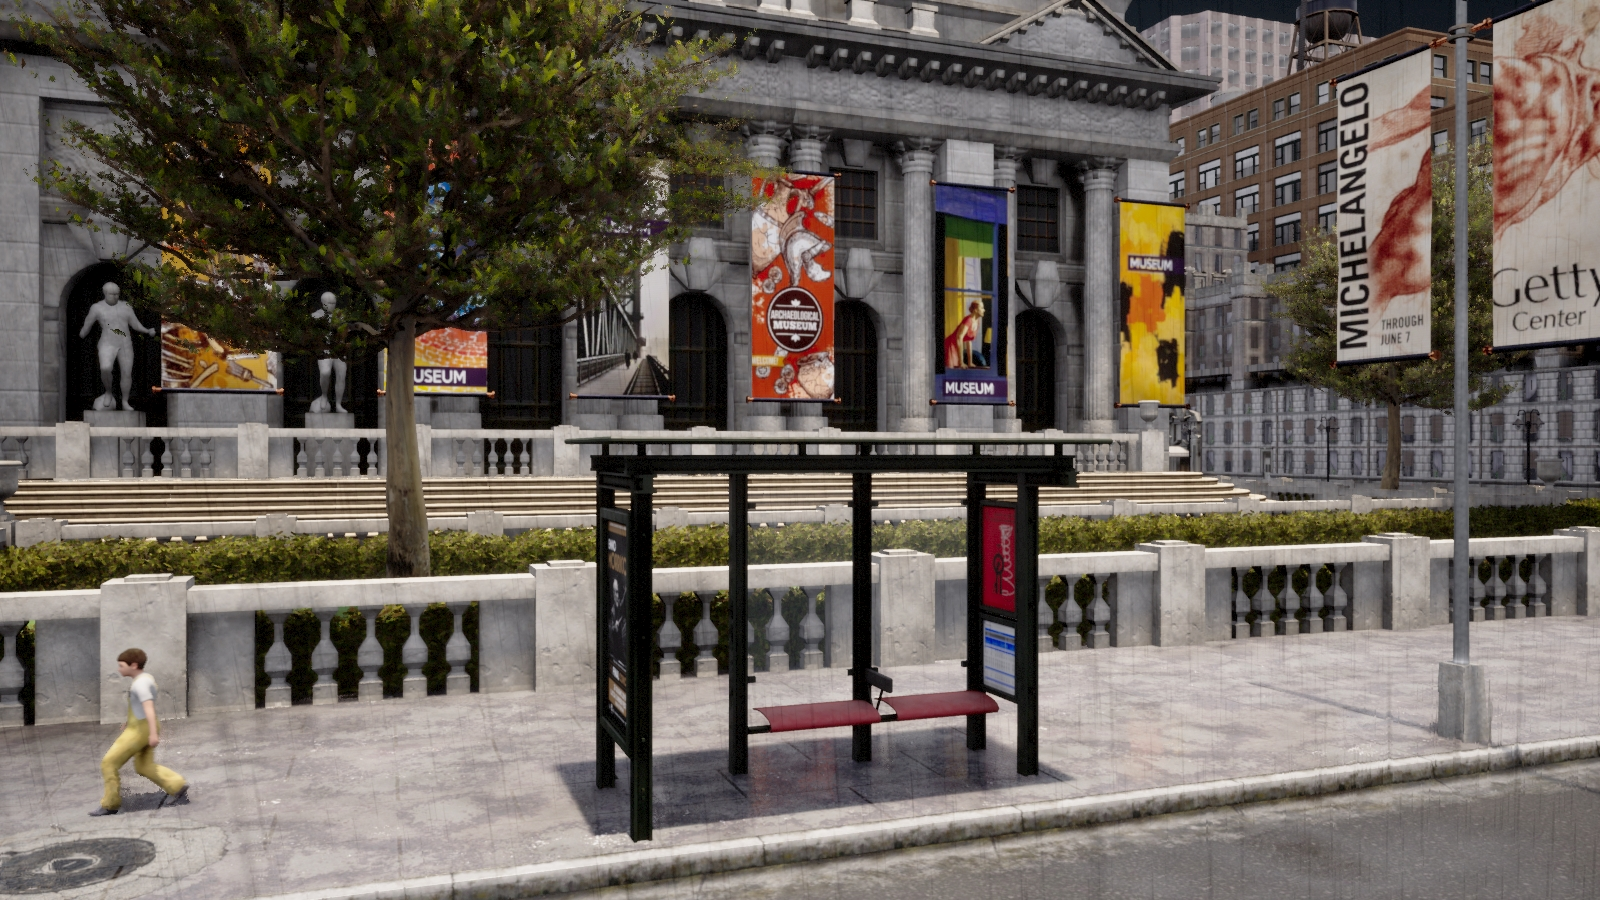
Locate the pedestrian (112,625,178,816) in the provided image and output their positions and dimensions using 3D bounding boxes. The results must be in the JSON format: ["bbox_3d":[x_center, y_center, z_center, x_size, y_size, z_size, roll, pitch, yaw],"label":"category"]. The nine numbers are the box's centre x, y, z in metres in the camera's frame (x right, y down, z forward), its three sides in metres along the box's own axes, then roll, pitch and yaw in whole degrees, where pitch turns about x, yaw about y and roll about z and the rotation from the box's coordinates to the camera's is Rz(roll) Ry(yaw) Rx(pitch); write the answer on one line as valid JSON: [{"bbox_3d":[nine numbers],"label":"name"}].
[{"bbox_3d":[-4.826,1.976,8.433,0.375,1.300,0.375,0,0,-22],"label":"pedestrian"}]
